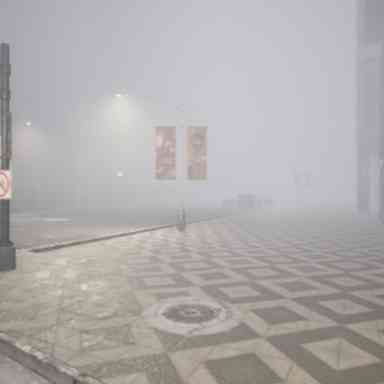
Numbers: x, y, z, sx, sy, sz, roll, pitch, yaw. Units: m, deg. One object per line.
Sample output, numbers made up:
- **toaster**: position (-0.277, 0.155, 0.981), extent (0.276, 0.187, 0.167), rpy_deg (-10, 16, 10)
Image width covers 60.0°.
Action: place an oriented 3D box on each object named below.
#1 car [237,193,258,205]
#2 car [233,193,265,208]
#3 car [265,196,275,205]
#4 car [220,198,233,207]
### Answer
- **car**: position (9.516, 1.144, 56.791), extent (2.150, 2.045, 5.566), rpy_deg (0, 0, 26)
- **car**: position (7.917, 1.157, 46.008), extent (2.150, 2.045, 5.566), rpy_deg (0, 0, 26)
- **car**: position (12.424, 1.415, 55.341), extent (2.128, 1.511, 4.902), rpy_deg (0, 0, 26)
- **car**: position (5.862, 1.533, 49.223), extent (1.895, 1.301, 4.718), rpy_deg (0, 0, 27)
